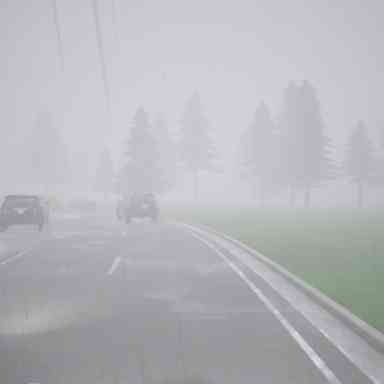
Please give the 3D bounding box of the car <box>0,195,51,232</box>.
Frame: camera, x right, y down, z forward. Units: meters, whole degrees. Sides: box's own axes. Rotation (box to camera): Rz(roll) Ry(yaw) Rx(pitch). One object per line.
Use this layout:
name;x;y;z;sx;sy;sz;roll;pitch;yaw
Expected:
car;-10.053;1.164;20.217;2.150;2.045;5.566;0;0;-20

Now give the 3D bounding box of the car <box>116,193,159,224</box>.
car;-4.081;1.115;24.329;2.150;2.045;5.566;0;0;-22

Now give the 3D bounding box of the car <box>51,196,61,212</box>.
car;-15.796;1.242;35.741;2.097;1.767;4.553;-1;1;-42

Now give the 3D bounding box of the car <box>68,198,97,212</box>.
car;-12.358;1.390;37.569;1.812;1.442;4.674;0;1;-40
